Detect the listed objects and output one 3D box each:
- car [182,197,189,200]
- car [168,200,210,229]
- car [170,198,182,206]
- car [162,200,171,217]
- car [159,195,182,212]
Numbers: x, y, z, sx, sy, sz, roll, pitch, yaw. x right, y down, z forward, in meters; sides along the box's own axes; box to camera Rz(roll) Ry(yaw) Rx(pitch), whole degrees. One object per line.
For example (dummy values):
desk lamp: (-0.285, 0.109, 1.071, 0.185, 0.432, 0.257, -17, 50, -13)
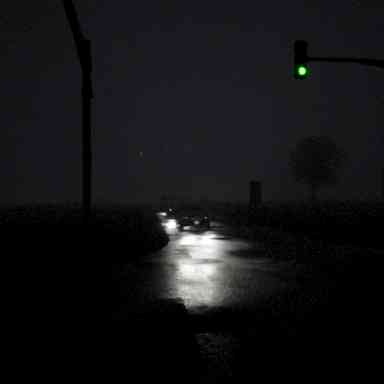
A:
car: (-1.517, 1.513, 52.148, 2.097, 1.767, 4.553, 0, 0, -8)
car: (-0.089, 1.500, 21.457, 2.128, 1.511, 4.902, 0, 0, -8)
car: (-3.049, 1.816, 62.148, 1.895, 1.301, 4.718, 0, 0, -8)
car: (-1.481, 1.659, 31.173, 1.895, 1.301, 4.718, 0, 0, -8)
car: (-2.944, 1.334, 41.423, 2.150, 2.045, 5.566, 0, 0, -8)
